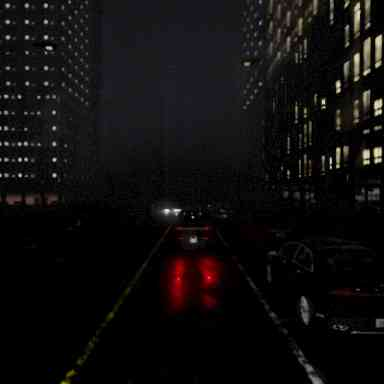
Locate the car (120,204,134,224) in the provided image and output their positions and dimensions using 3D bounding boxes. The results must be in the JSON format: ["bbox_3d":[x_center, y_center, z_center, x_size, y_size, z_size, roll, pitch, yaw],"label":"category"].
[{"bbox_3d":[-5.706,1.688,23.668,1.887,1.381,4.507,-1,0,0],"label":"car"}]

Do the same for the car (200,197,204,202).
[{"bbox_3d":[2.672,1.882,51.793,1.947,1.339,4.313,-1,0,0],"label":"car"}]

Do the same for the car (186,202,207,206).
[{"bbox_3d":[0.060,1.774,28.617,1.895,1.301,4.718,0,0,0],"label":"car"}]

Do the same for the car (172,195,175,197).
[{"bbox_3d":[-5.715,1.803,79.920,2.192,1.841,5.009,-1,0,0],"label":"car"}]

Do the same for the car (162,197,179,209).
[{"bbox_3d":[-3.085,1.916,51.660,1.895,1.301,4.718,0,0,0],"label":"car"}]

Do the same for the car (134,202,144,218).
[{"bbox_3d":[-5.706,1.760,29.292,1.802,1.307,4.206,-1,0,0],"label":"car"}]

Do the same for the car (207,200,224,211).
[{"bbox_3d":[2.674,1.729,29.293,2.008,1.369,4.403,-1,0,0],"label":"car"}]

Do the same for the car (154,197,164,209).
[{"bbox_3d":[-5.711,1.756,51.793,1.967,1.590,4.097,-1,0,0],"label":"car"}]

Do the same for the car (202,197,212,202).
[{"bbox_3d":[2.672,1.808,46.338,1.752,1.417,4.829,-1,0,0],"label":"car"}]

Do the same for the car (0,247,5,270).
[{"bbox_3d":[-5.704,1.566,6.622,1.752,1.417,4.829,-1,0,0],"label":"car"}]

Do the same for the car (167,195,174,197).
[{"bbox_3d":[-5.710,2.004,74.293,2.008,1.369,4.403,-1,0,0],"label":"car"}]

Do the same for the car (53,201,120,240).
[{"bbox_3d":[-5.710,1.424,18.044,2.192,1.841,5.009,-1,0,0],"label":"car"}]

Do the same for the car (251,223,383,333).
[{"bbox_3d":[2.676,1.592,6.794,2.008,1.369,4.403,-1,0,0],"label":"car"}]

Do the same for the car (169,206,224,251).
[{"bbox_3d":[0.066,1.578,14.578,2.128,1.511,4.902,0,0,0],"label":"car"}]

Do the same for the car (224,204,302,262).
[{"bbox_3d":[2.671,1.390,12.419,2.192,1.841,5.009,-1,0,0],"label":"car"}]

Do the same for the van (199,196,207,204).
[{"bbox_3d":[2.665,1.829,79.921,1.690,1.788,3.998,-1,0,0],"label":"van"}]

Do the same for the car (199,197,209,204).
[{"bbox_3d":[2.667,1.894,74.295,1.967,1.590,4.097,-1,0,0],"label":"car"}]

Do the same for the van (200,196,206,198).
[{"bbox_3d":[2.667,1.692,57.420,1.690,1.788,3.998,-1,0,0],"label":"van"}]

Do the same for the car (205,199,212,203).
[{"bbox_3d":[2.673,1.757,34.918,1.887,1.381,4.507,-1,0,0],"label":"car"}]

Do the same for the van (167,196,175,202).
[{"bbox_3d":[-5.716,1.897,91.170,1.690,1.788,3.998,-1,0,0],"label":"van"}]

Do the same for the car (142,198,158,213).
[{"bbox_3d":[-5.708,1.792,40.542,1.887,1.381,4.507,-1,0,0],"label":"car"}]
